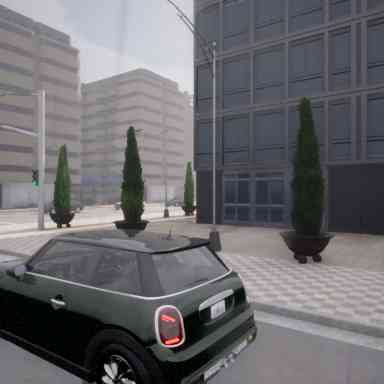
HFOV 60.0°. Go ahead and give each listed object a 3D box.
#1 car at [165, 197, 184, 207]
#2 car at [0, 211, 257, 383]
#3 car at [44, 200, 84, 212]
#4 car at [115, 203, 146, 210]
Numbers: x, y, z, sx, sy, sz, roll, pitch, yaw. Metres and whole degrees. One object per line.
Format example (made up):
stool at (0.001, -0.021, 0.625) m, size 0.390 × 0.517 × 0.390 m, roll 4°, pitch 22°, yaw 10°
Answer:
car at (-2.208, 1.560, 52.712) m, size 1.837 × 1.490 × 4.892 m, roll 0°, pitch 0°, yaw 35°
car at (-1.433, 1.352, 5.015) m, size 4.553 × 1.767 × 2.097 m, roll 0°, pitch 0°, yaw 35°
car at (-14.052, 1.560, 35.953) m, size 1.837 × 1.490 × 4.892 m, roll 0°, pitch 0°, yaw 35°
car at (-8.157, 1.581, 44.293) m, size 1.812 × 1.442 × 4.674 m, roll 0°, pitch 0°, yaw 35°
